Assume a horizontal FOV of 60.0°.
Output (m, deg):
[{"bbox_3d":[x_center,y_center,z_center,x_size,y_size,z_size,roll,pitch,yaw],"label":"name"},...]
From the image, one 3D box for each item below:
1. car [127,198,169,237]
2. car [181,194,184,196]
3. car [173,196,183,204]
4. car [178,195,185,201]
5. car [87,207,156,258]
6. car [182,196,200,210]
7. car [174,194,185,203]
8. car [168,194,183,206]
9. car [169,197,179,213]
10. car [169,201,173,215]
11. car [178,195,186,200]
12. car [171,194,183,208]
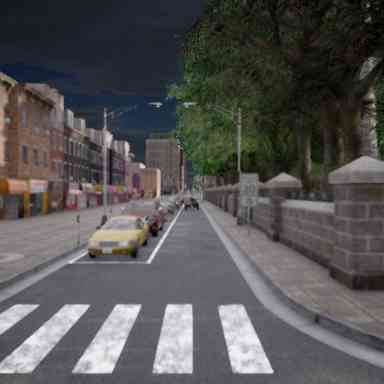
[{"bbox_3d":[-2.662,1.311,18.284,2.192,1.841,5.009,0,0,0],"label":"car"},{"bbox_3d":[-2.666,1.437,49.906,1.967,1.590,4.097,0,0,0],"label":"car"},{"bbox_3d":[-2.668,1.523,65.546,1.752,1.417,4.829,0,0,0],"label":"car"},{"bbox_3d":[-2.672,1.581,86.525,1.802,1.307,4.206,0,0,0],"label":"car"},{"bbox_3d":[-2.657,1.522,12.846,1.752,1.417,4.829,0,0,0],"label":"car"},{"bbox_3d":[-0.017,1.505,42.950,1.837,1.490,4.892,0,0,0],"label":"car"},{"bbox_3d":[-2.668,1.313,70.987,2.192,1.841,5.009,0,0,0],"label":"car"},{"bbox_3d":[-2.666,1.312,55.176,2.192,1.841,5.009,0,0,0],"label":"car"},{"bbox_3d":[-2.664,1.546,34.094,2.008,1.369,4.403,0,0,0],"label":"car"},{"bbox_3d":[-2.663,1.562,23.554,1.947,1.339,4.313,0,0,0],"label":"car"},{"bbox_3d":[-2.673,1.565,90.188,1.947,1.339,4.313,0,0,0],"label":"car"},{"bbox_3d":[-2.665,1.436,44.634,1.967,1.590,4.097,0,0,0],"label":"car"}]
